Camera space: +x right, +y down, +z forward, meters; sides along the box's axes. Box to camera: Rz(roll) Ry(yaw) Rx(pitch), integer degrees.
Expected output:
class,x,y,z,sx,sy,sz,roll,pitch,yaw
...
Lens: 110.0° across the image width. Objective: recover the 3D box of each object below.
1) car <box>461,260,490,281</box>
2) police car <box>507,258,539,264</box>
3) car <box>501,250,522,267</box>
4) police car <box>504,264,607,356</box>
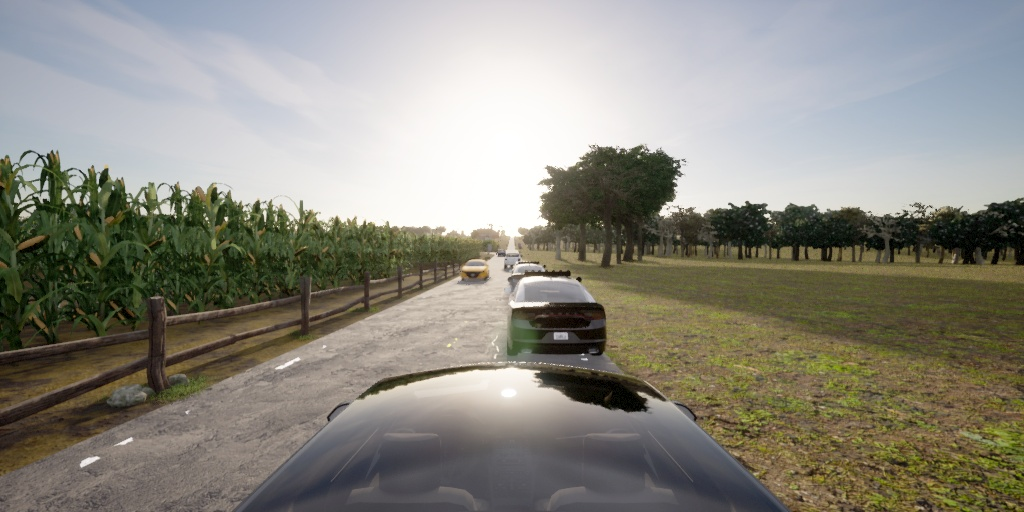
class,x,y,z,sx,sy,sz,roll,pitch,yaw
car,-2.788,1.052,28.024,1.882,1.535,5.008,0,1,0
police car,0.865,1.089,18.722,1.930,1.638,5.238,0,0,0
car,0.129,0.526,46.074,2.150,2.045,5.566,0,1,1
police car,0.843,1.154,8.721,1.930,1.638,5.238,0,0,0
